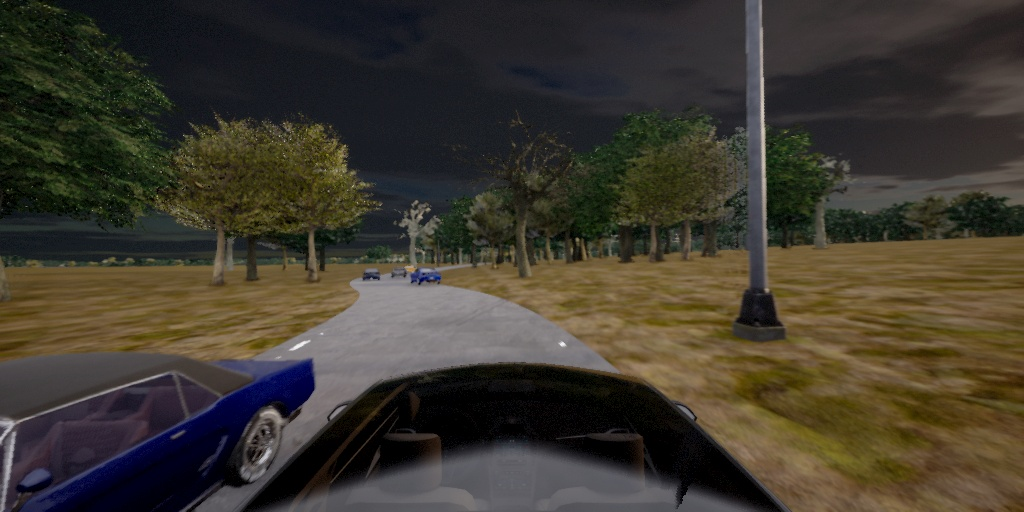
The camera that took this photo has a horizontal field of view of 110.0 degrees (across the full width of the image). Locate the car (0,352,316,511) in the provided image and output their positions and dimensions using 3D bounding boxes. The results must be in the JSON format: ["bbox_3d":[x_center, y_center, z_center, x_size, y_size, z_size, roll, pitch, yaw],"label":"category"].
[{"bbox_3d":[-3.131,1.387,1.876,1.895,1.301,4.718,-1,0,-1],"label":"car"}]

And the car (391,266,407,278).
[{"bbox_3d":[-15.425,2.192,49.221,2.128,1.511,4.902,0,-1,-14],"label":"car"}]

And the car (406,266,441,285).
[{"bbox_3d":[-7.887,1.760,32.486,1.882,1.535,5.008,0,-1,-27],"label":"car"}]

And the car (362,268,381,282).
[{"bbox_3d":[-15.735,2.066,40.202,2.033,1.411,5.357,0,-1,-21],"label":"car"}]
